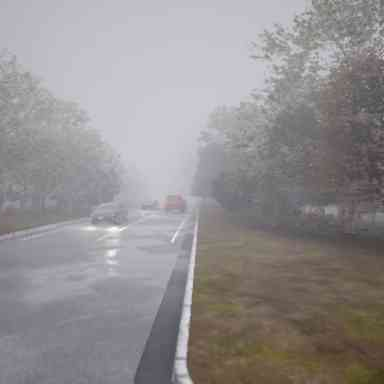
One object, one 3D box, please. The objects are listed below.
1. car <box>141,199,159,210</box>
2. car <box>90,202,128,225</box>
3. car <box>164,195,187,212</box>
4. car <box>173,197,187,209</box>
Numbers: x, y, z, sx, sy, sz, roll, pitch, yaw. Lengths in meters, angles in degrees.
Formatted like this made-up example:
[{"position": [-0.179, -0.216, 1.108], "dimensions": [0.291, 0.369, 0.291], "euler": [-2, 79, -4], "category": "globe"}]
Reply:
[{"position": [-5.523, 1.671, 44.508], "dimensions": [2.033, 1.411, 5.357], "euler": [1, 0, 2], "category": "car"}, {"position": [-6.071, 1.542, 24.797], "dimensions": [1.837, 1.490, 4.892], "euler": [1, -1, 1], "category": "car"}, {"position": [-2.057, 1.368, 40.609], "dimensions": [2.150, 2.045, 5.566], "euler": [1, 0, 2], "category": "car"}, {"position": [-1.849, 1.670, 51.435], "dimensions": [1.882, 1.535, 5.008], "euler": [1, 0, 1], "category": "car"}]
